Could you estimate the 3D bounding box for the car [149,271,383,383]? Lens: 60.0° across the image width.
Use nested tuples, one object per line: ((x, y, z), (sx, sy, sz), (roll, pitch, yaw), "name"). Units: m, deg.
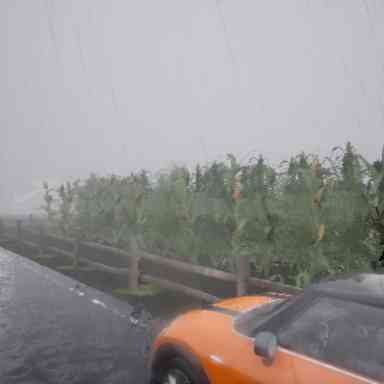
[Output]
((1.577, 1.517, 2.891), (2.097, 1.767, 4.553), (3, -3, -42), "car")
